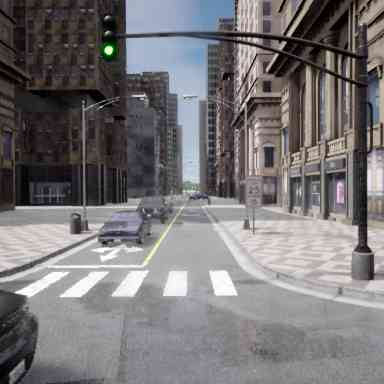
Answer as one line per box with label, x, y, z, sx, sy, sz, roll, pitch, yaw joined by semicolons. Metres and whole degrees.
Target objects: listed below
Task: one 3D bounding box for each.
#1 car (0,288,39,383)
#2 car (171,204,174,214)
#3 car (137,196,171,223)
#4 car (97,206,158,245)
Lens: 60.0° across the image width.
car;-4.130;1.505;3.247;4.892;1.490;1.837;0;1;0
car;-3.095;1.687;37.044;1.812;1.442;4.674;0;0;0
car;-3.110;1.350;26.713;2.150;2.045;5.566;0;0;-1
car;-3.111;1.644;16.494;2.033;1.411;5.357;0;0;0
